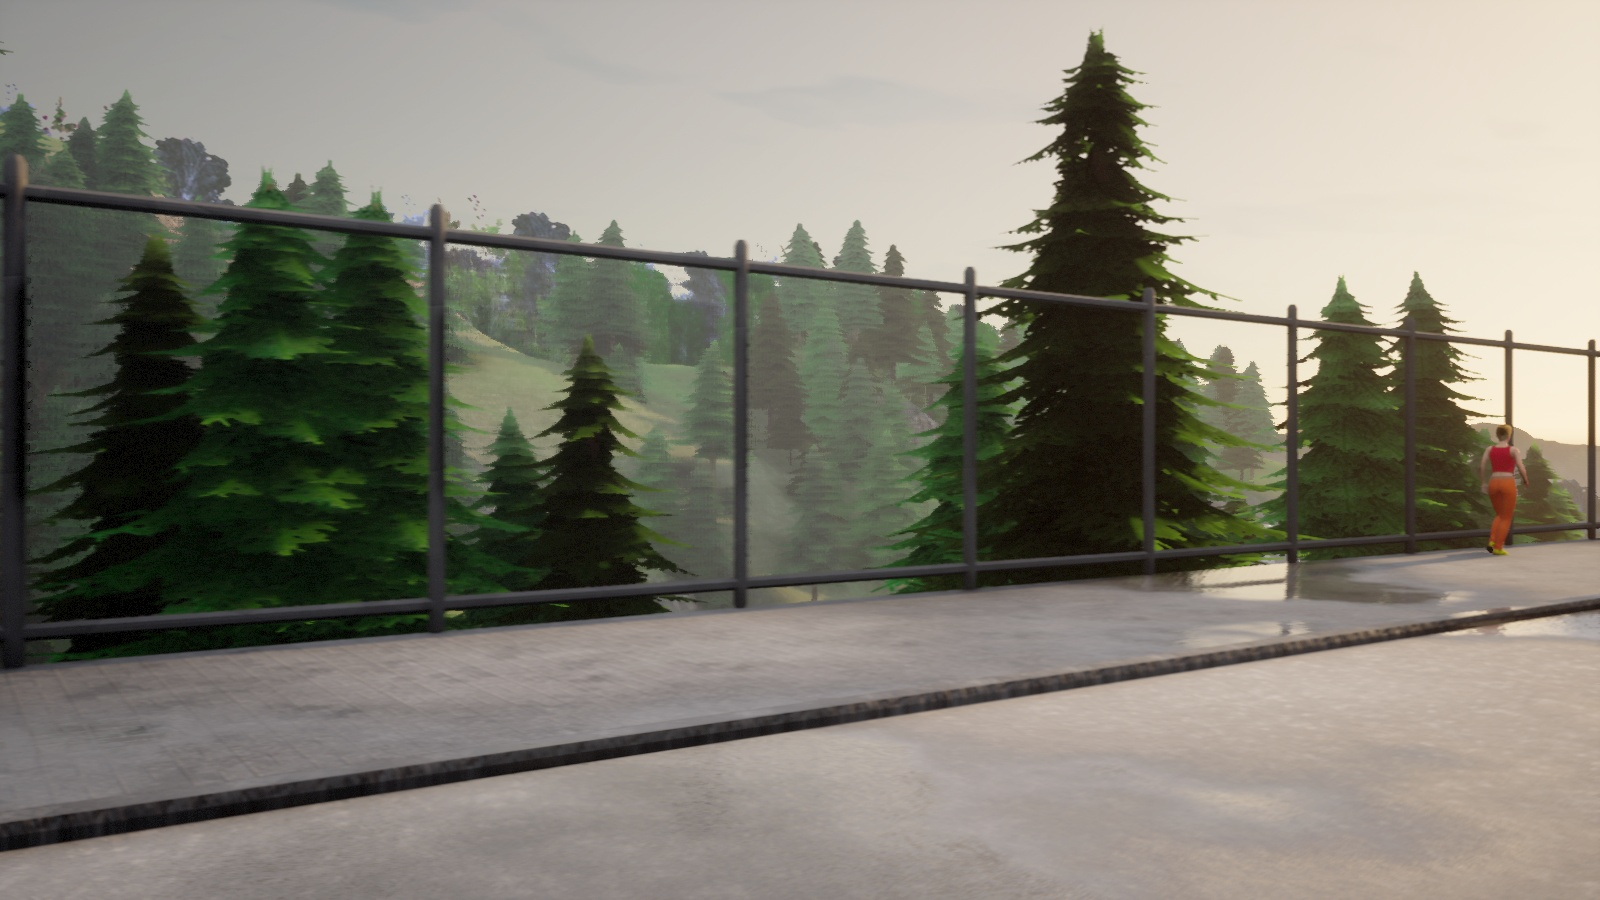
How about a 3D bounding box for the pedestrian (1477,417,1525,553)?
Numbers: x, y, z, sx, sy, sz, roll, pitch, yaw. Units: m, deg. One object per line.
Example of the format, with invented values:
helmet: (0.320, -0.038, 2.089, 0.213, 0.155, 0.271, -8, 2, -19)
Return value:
pedestrian: (9.681, 0.477, 17.335, 0.594, 1.836, 0.345, 0, 0, -35)
